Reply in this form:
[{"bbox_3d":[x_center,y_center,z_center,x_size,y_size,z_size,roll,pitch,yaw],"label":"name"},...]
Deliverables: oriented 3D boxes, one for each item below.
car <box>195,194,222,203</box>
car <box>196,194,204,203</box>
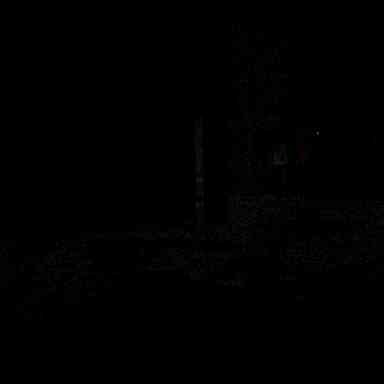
[{"bbox_3d":[2.667,1.000,55.193,1.895,1.301,4.718,-1,1,-35],"label":"car"},{"bbox_3d":[0.005,1.062,53.330,1.895,1.301,4.718,-1,1,-35],"label":"car"}]
